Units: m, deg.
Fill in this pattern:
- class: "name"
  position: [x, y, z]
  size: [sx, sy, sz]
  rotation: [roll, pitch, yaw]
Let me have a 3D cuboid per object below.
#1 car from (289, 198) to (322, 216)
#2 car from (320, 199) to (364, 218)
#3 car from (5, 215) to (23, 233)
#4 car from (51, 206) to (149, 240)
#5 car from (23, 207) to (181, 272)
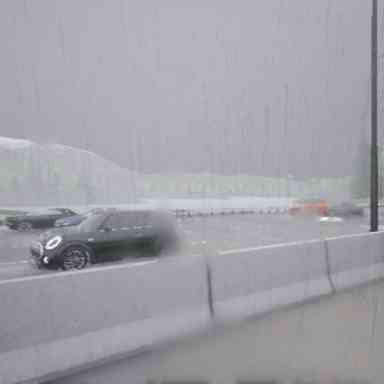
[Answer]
- class: "car"
  position: [11.996, 1.455, 33.952]
  size: [4.553, 1.767, 2.097]
  rotation: [0, 0, -35]
- class: "car"
  position: [14.394, 1.671, 31.363]
  size: [4.181, 1.385, 1.994]
  rotation: [0, 0, -35]
- class: "car"
  position: [-8.302, 1.616, 19.568]
  size: [4.718, 1.301, 1.895]
  rotation: [0, 0, -35]
- class: "car"
  position: [-4.816, 1.547, 17.754]
  size: [4.674, 1.442, 1.812]
  rotation: [0, 0, -35]
- class: "car"
  position: [-2.654, 1.365, 10.699]
  size: [4.553, 1.767, 2.097]
  rotation: [0, 0, -35]
